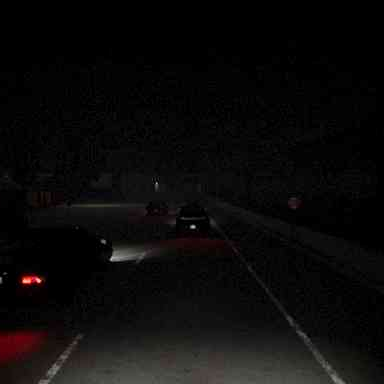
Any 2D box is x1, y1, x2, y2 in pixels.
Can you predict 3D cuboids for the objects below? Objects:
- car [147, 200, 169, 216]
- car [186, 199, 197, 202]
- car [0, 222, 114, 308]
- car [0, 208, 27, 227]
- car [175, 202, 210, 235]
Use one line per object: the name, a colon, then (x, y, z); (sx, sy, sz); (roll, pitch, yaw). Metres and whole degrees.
car: (-3.511, 1.613, 34.673); (1.882, 1.535, 5.008); (0, 0, 0)
car: (-0.035, 1.637, 41.780); (1.812, 1.442, 4.674); (0, 0, 0)
car: (-3.420, 1.592, 8.281); (2.033, 1.411, 5.357); (0, 0, 0)
car: (-10.630, 1.629, 17.832); (1.812, 1.442, 4.674); (0, 0, 0)
car: (0.040, 1.582, 19.478); (2.128, 1.511, 4.902); (0, 0, 0)
